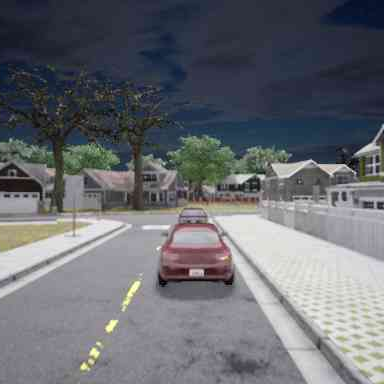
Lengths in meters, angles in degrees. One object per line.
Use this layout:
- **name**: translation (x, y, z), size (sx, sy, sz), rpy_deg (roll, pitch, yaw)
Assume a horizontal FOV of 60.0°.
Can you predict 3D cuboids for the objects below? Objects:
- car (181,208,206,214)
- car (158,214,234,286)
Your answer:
- **car**: translation (0.080, 1.682, 20.195), size (2.033, 1.411, 5.357), rpy_deg (0, 0, 0)
- **car**: translation (0.089, 1.589, 9.469), size (1.812, 1.442, 4.674), rpy_deg (0, 0, 0)
